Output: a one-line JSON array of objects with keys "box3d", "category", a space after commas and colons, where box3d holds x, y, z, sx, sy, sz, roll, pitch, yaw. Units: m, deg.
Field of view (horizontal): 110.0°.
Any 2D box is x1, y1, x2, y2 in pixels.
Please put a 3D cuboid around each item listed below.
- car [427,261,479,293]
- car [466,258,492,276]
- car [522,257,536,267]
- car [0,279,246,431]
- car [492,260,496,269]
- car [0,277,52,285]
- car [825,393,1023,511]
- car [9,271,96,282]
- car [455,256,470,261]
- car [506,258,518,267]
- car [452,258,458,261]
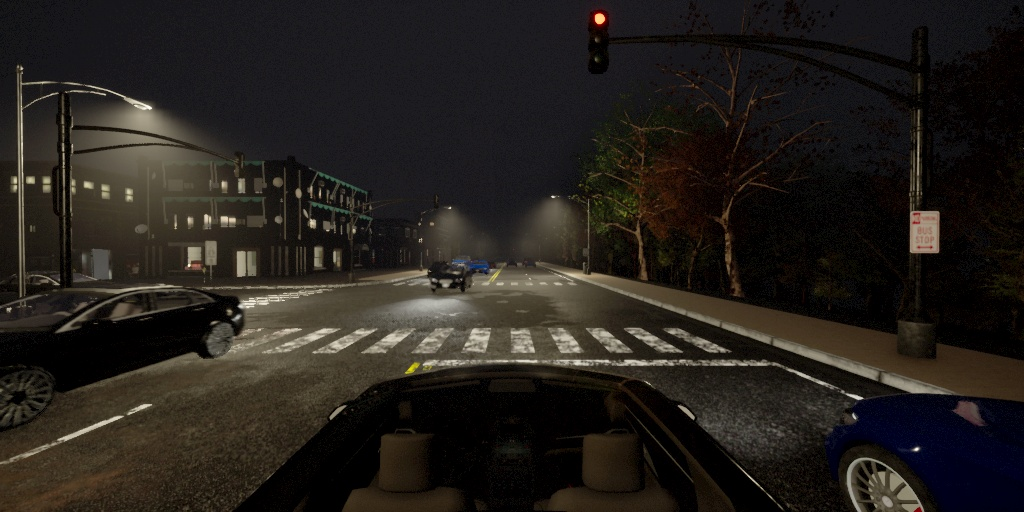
[{"box3d": [-3.388, 1.238, 20.760, 2.128, 1.511, 4.902, 0, 0, 0], "category": "car"}, {"box3d": [-3.421, 1.216, 37.996, 1.882, 1.535, 5.008, 0, 0, 0], "category": "car"}, {"box3d": [3.234, 1.274, 63.655, 2.033, 1.411, 5.357, 0, 0, 0], "category": "car"}, {"box3d": [-6.607, 1.241, 5.629, 2.128, 1.511, 4.902, 0, 0, 0], "category": "car"}, {"box3d": [-3.442, 1.294, 54.918, 1.994, 1.385, 4.181, 0, 0, 0], "category": "car"}, {"box3d": [-19.969, 1.565, 12.818, 4.313, 1.339, 1.948, 0, 0, 0], "category": "car"}, {"box3d": [3.358, 1.276, 0.850, 1.812, 1.442, 4.674, 0, 0, 1], "category": "car"}, {"box3d": [-19.649, 1.459, 15.525, 4.902, 1.511, 2.128, -1, 1, 0], "category": "car"}, {"box3d": [-6.692, 0.957, 48.295, 2.150, 2.045, 5.566, 0, 0, 0], "category": "car"}, {"box3d": [-0.030, 1.252, 64.933, 1.812, 1.442, 4.674, 0, 0, 0], "category": "car"}, {"box3d": [-6.661, 1.245, 33.797, 1.837, 1.490, 4.892, 0, 0, 0], "category": "car"}]
